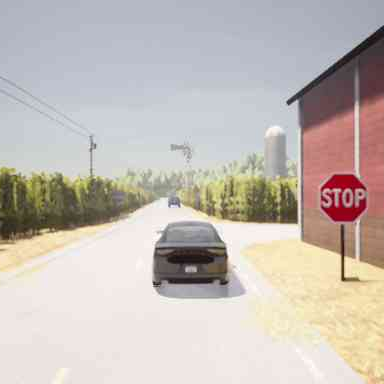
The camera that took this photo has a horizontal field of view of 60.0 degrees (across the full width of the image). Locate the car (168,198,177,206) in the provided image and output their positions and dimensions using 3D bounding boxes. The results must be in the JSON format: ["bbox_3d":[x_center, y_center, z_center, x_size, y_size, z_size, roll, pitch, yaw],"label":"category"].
[{"bbox_3d":[-4.575,2.273,76.281,1.882,1.535,5.008,0,-1,-4],"label":"car"}]

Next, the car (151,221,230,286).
[{"bbox_3d":[-0.066,1.581,9.777,1.882,1.535,5.008,0,-1,-1],"label":"car"}]

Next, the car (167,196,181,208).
[{"bbox_3d":[-3.266,1.850,60.866,2.150,2.045,5.566,0,-1,-4],"label":"car"}]
